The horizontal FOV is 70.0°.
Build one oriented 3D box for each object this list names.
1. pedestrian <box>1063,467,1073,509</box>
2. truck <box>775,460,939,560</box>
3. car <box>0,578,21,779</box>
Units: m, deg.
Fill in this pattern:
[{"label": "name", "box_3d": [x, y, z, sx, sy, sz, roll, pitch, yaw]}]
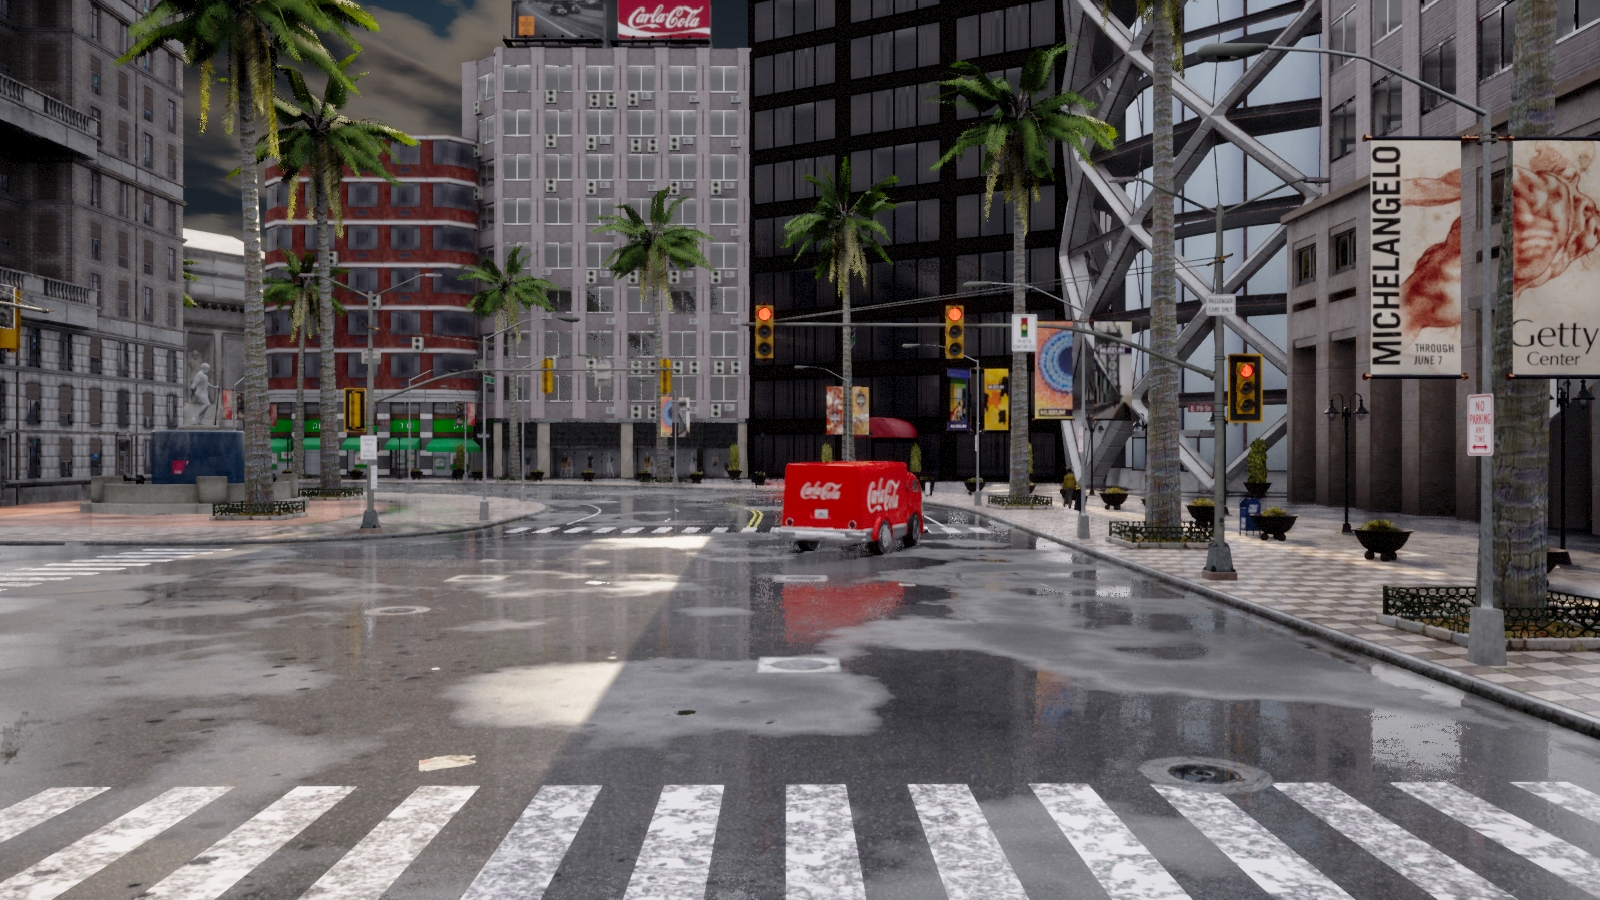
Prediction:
[{"label": "pedestrian", "box_3d": [11.939, 1.678, 50.923, 0.375, 1.860, 0.375, 0, 0, 0]}, {"label": "truck", "box_3d": [1.717, 1.555, 32.020, 2.627, 2.467, 5.204, 1, 0, 28]}, {"label": "car", "box_3d": [-7.475, 1.964, 7.626, 2.242, 1.667, 4.611, 0, 0, -13]}]
